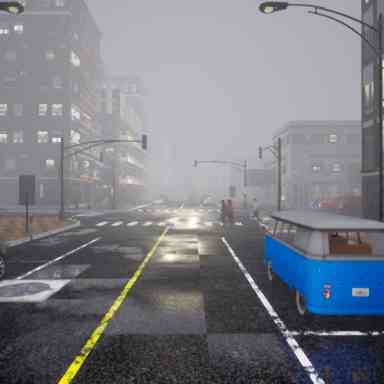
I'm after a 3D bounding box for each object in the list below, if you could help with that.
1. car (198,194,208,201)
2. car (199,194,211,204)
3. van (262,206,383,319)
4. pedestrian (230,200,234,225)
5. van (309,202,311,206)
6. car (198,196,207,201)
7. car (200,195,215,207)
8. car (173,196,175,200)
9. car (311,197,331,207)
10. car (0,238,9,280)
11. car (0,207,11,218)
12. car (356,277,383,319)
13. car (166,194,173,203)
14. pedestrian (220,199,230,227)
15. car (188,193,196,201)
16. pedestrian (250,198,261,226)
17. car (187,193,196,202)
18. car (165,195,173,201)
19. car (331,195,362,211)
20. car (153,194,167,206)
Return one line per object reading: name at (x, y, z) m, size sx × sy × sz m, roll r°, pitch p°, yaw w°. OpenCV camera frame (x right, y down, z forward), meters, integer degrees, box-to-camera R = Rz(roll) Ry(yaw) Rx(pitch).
car at (2.654, 1.630, 62.952) m, size 1.802 × 1.307 × 4.206 m, roll 0°, pitch 0°, yaw 0°
car at (2.651, 1.372, 68.491) m, size 2.192 × 1.841 × 5.009 m, roll 0°, pitch 0°, yaw 0°
van at (2.656, 1.342, 7.086) m, size 1.690 × 1.788 × 3.998 m, roll 0°, pitch 0°, yaw 0°
pedestrian at (2.588, 1.300, 22.380) m, size 0.375 × 1.860 × 0.375 m, roll 0°, pitch 0°, yaw 0°
van at (14.877, 1.424, 36.365) m, size 3.998 × 1.788 × 1.690 m, roll 0°, pitch 0°, yaw 0°
car at (2.640, 1.638, 85.108) m, size 2.008 × 1.369 × 4.403 m, roll 0°, pitch 0°, yaw 0°
car at (2.661, 1.559, 52.043) m, size 1.752 × 1.417 × 4.829 m, roll 0°, pitch 0°, yaw 0°
car at (-5.737, 1.627, 79.563) m, size 2.008 × 1.369 × 4.403 m, roll 0°, pitch 0°, yaw 0°
car at (15.471, 1.294, 33.775) m, size 5.566 × 2.045 × 2.150 m, roll 0°, pitch 0°, yaw 0°
car at (-5.692, 1.567, 7.107) m, size 1.947 × 1.339 × 4.313 m, roll 0°, pitch 0°, yaw 0°
car at (-17.483, 1.533, 27.886) m, size 4.206 × 1.307 × 1.802 m, roll 0°, pitch 0°, yaw 0°
car at (2.659, 1.582, 1.397) m, size 1.802 × 1.307 × 4.206 m, roll 0°, pitch 0°, yaw 0°
car at (-5.729, 1.372, 68.485) m, size 2.192 × 1.841 × 5.009 m, roll 0°, pitch 0°, yaw 0°
pedestrian at (2.020, 1.299, 21.182) m, size 0.375 × 1.860 × 0.375 m, roll 0°, pitch 0°, yaw 0°
car at (-0.054, 1.209, 88.711) m, size 2.150 × 2.045 × 5.566 m, roll 0°, pitch 0°, yaw 0°
pedestrian at (4.158, 1.299, 21.779) m, size 0.375 × 1.860 × 0.375 m, roll 0°, pitch 0°, yaw 0°
car at (-0.048, 1.430, 78.648) m, size 2.097 × 1.767 × 4.553 m, roll 0°, pitch 0°, yaw 0°
car at (-5.740, 1.613, 84.933) m, size 1.752 × 1.417 × 4.829 m, roll 0°, pitch 0°, yaw 0°
car at (14.905, 1.357, 27.986) m, size 5.009 × 1.841 × 2.192 m, roll 0°, pitch 0°, yaw 0°
car at (-5.723, 1.566, 57.236) m, size 1.752 × 1.417 × 4.829 m, roll 0°, pitch 0°, yaw 0°
